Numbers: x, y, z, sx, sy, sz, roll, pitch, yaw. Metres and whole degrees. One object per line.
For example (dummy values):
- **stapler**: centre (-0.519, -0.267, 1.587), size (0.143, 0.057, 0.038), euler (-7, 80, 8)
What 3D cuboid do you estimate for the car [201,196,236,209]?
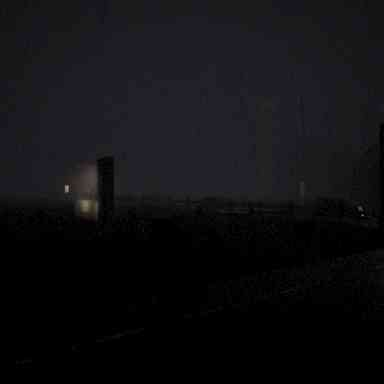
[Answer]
- **car**: centre (2.941, 1.239, 38.284), size (1.837, 1.490, 4.892), euler (-1, 1, -36)

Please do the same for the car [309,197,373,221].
- **car**: centre (11.781, 1.221, 26.459), size (2.097, 1.767, 4.553), euler (-1, 1, -40)

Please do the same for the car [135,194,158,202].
- **car**: centre (-7.638, 1.023, 57.998), size (1.812, 1.442, 4.674), euler (-1, 1, -35)

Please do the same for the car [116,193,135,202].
- **car**: centre (-11.358, 1.043, 58.351), size (2.033, 1.411, 5.357), euler (-1, 1, -35)

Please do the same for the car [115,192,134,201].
- **car**: centre (-13.465, 0.877, 66.055), size (1.882, 1.535, 5.008), euler (-1, 1, -36)
